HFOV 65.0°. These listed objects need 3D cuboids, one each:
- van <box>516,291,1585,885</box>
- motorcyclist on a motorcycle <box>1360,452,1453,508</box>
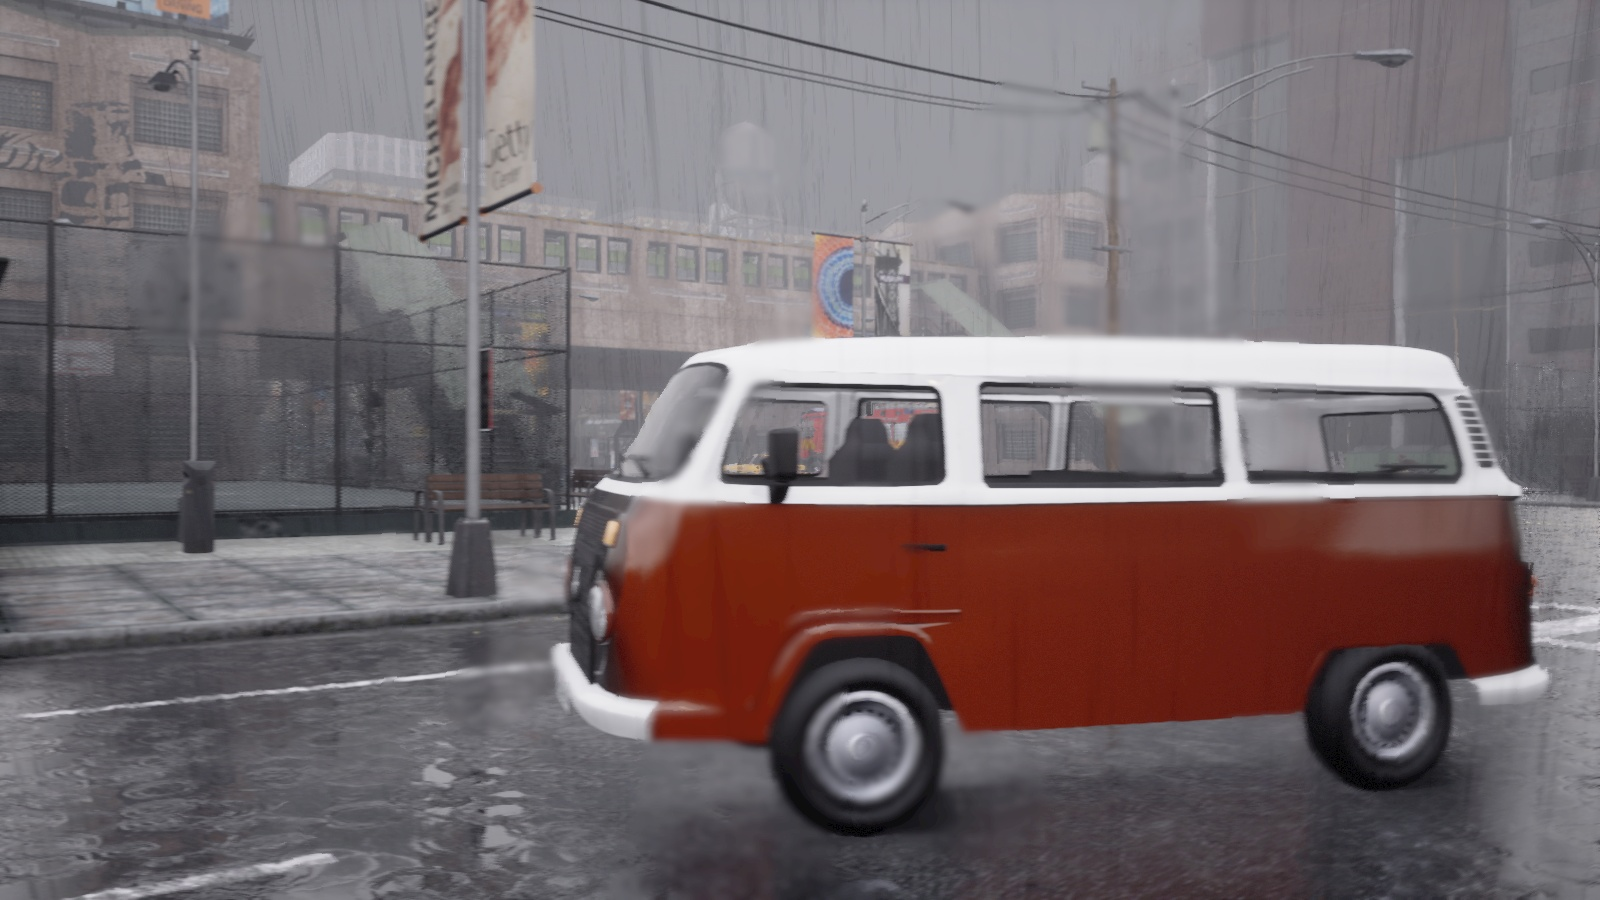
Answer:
[{"bbox_3d":[1.017,0.481,5.910,4.480,2.038,2.069,0,0,-16],"label":"van"},{"bbox_3d":[16.928,0.818,35.109,0.866,1.530,2.191,0,0,-34],"label":"motorcyclist on a motorcycle"}]
